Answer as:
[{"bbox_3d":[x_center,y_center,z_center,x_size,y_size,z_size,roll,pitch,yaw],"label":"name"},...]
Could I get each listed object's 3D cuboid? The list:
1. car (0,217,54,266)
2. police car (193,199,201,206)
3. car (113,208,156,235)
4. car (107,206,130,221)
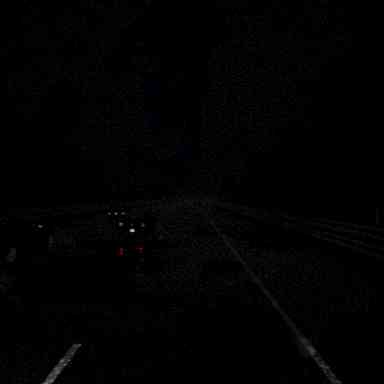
[{"bbox_3d":[-6.899,1.671,12.409,1.882,1.535,5.008,0,-1,0],"label":"car"},{"bbox_3d":[1.275,2.764,86.240,1.930,1.638,5.238,0,-1,1],"label":"police car"},{"bbox_3d":[-3.397,1.930,21.179,1.895,1.301,4.718,0,-1,0],"label":"car"},{"bbox_3d":[-6.895,2.054,32.673,2.033,1.411,5.357,0,-1,0],"label":"car"}]
